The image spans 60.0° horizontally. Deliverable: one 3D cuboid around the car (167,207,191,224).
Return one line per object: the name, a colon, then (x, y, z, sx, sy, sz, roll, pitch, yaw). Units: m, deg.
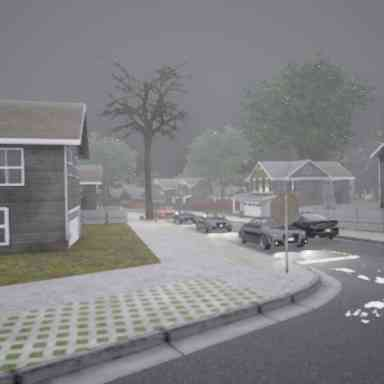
car: (-0.897, 2.616, 35.758, 2.033, 1.411, 5.357, -1, -2, -14)

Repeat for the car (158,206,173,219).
car: (-3.539, 2.747, 46.642, 2.097, 1.767, 4.553, -1, -1, -13)

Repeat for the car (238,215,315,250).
car: (3.877, 1.971, 16.596, 1.994, 1.385, 4.181, -1, -2, -14)

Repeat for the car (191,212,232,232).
car: (1.594, 2.293, 25.644, 1.994, 1.385, 4.181, -1, -2, -14)

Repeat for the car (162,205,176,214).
car: (-4.298, 3.252, 61.515, 1.812, 1.442, 4.674, -1, -1, -15)

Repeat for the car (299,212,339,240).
car: (6.297, 1.899, 19.340, 1.882, 1.535, 5.008, -1, -2, -15)
